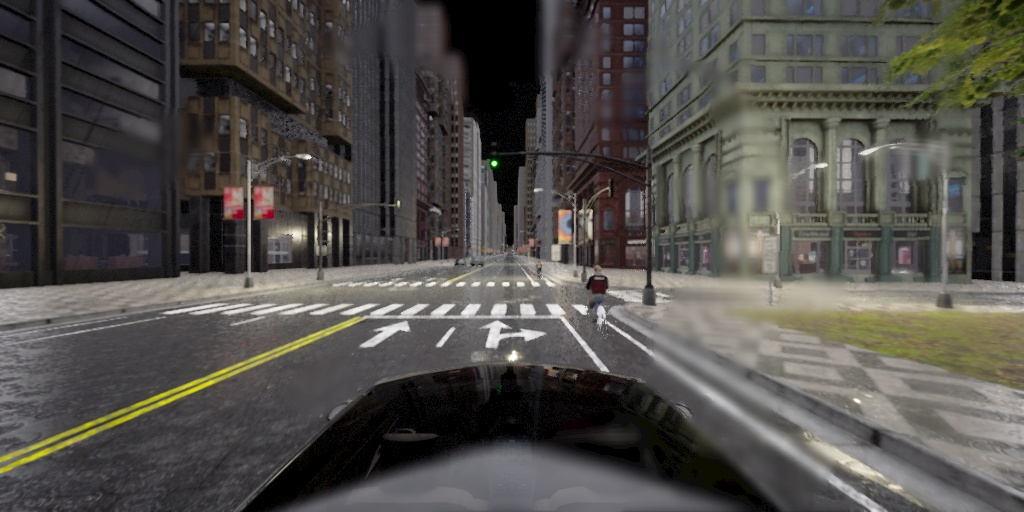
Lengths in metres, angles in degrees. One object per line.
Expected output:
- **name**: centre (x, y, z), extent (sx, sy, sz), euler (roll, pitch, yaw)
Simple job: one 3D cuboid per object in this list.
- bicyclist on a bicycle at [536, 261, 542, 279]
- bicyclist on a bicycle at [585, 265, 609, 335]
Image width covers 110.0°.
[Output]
- **bicyclist on a bicycle**: centre (2.246, 1.216, 29.375), extent (0.582, 1.620, 1.656), euler (0, 0, 0)
- **bicyclist on a bicycle**: centre (2.248, 1.126, 9.626), extent (0.659, 1.776, 1.843), euler (0, 0, 0)
